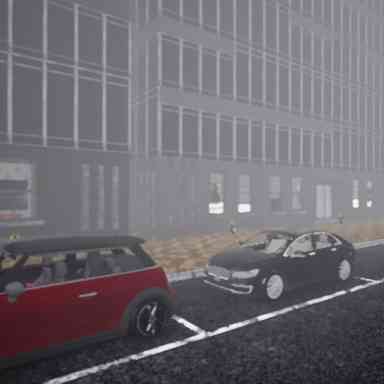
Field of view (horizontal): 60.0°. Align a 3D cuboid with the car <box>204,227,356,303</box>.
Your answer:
[{"bbox_3d":[2.307,1.577,8.194,4.403,1.369,2.008,0,0,-35],"label":"car"}]

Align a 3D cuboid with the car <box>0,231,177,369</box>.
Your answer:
[{"bbox_3d":[-2.331,1.444,4.896,4.097,1.590,1.967,0,0,-35],"label":"car"}]
